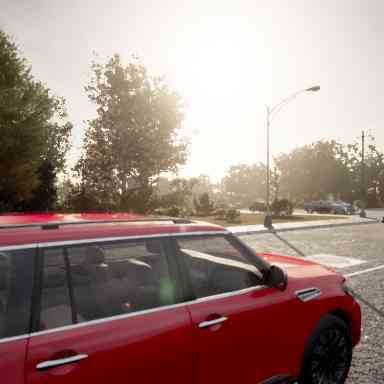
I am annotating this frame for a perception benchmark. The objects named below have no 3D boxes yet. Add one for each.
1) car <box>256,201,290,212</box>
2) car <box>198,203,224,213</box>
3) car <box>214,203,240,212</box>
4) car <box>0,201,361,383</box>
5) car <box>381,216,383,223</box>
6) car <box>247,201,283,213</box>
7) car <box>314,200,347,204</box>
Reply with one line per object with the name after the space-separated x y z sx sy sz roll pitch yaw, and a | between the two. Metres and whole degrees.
11.598 2.127 47.950 1.837 1.490 4.892 0 -3 -32 | car
3.089 2.648 54.983 1.837 1.490 4.892 0 -3 -32 | car
5.963 2.668 56.990 1.837 1.490 4.892 0 -3 -32 | car
-0.540 1.222 3.370 5.566 2.045 2.150 0 0 -37 | car
15.268 1.610 22.867 5.357 1.411 2.033 0 0 -33 | car
9.671 2.028 44.421 1.837 1.490 4.892 0 -3 -32 | car
14.633 1.708 36.485 2.128 1.511 4.902 0 -1 -32 | car
